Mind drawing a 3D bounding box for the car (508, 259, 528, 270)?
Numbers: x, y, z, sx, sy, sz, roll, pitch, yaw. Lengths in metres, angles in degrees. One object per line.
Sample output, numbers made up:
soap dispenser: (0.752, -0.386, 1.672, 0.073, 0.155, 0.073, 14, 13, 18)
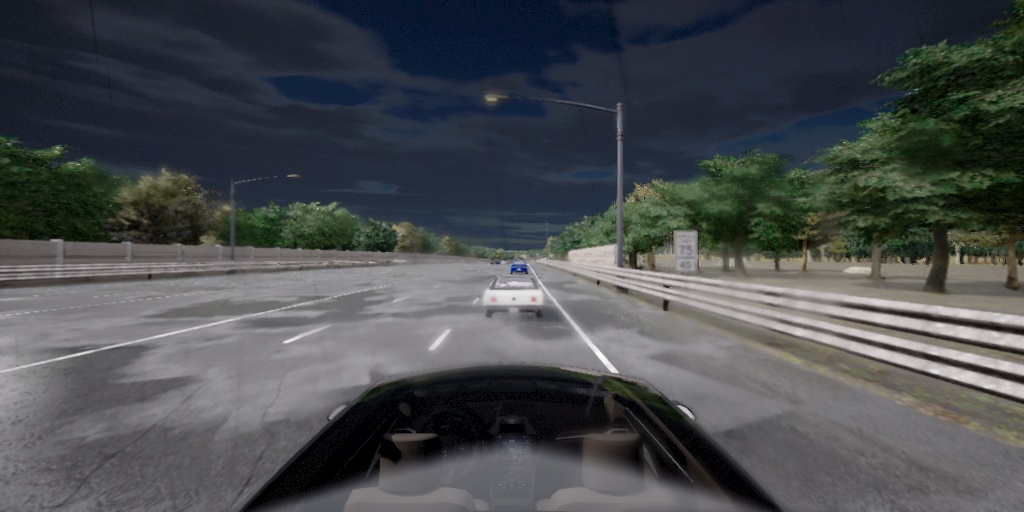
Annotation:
car: (0.832, 1.293, 40.893, 1.882, 1.535, 5.008, 0, 0, 2)

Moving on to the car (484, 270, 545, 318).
car: (0.100, 1.351, 13.069, 1.895, 1.301, 4.718, 0, 0, 1)
